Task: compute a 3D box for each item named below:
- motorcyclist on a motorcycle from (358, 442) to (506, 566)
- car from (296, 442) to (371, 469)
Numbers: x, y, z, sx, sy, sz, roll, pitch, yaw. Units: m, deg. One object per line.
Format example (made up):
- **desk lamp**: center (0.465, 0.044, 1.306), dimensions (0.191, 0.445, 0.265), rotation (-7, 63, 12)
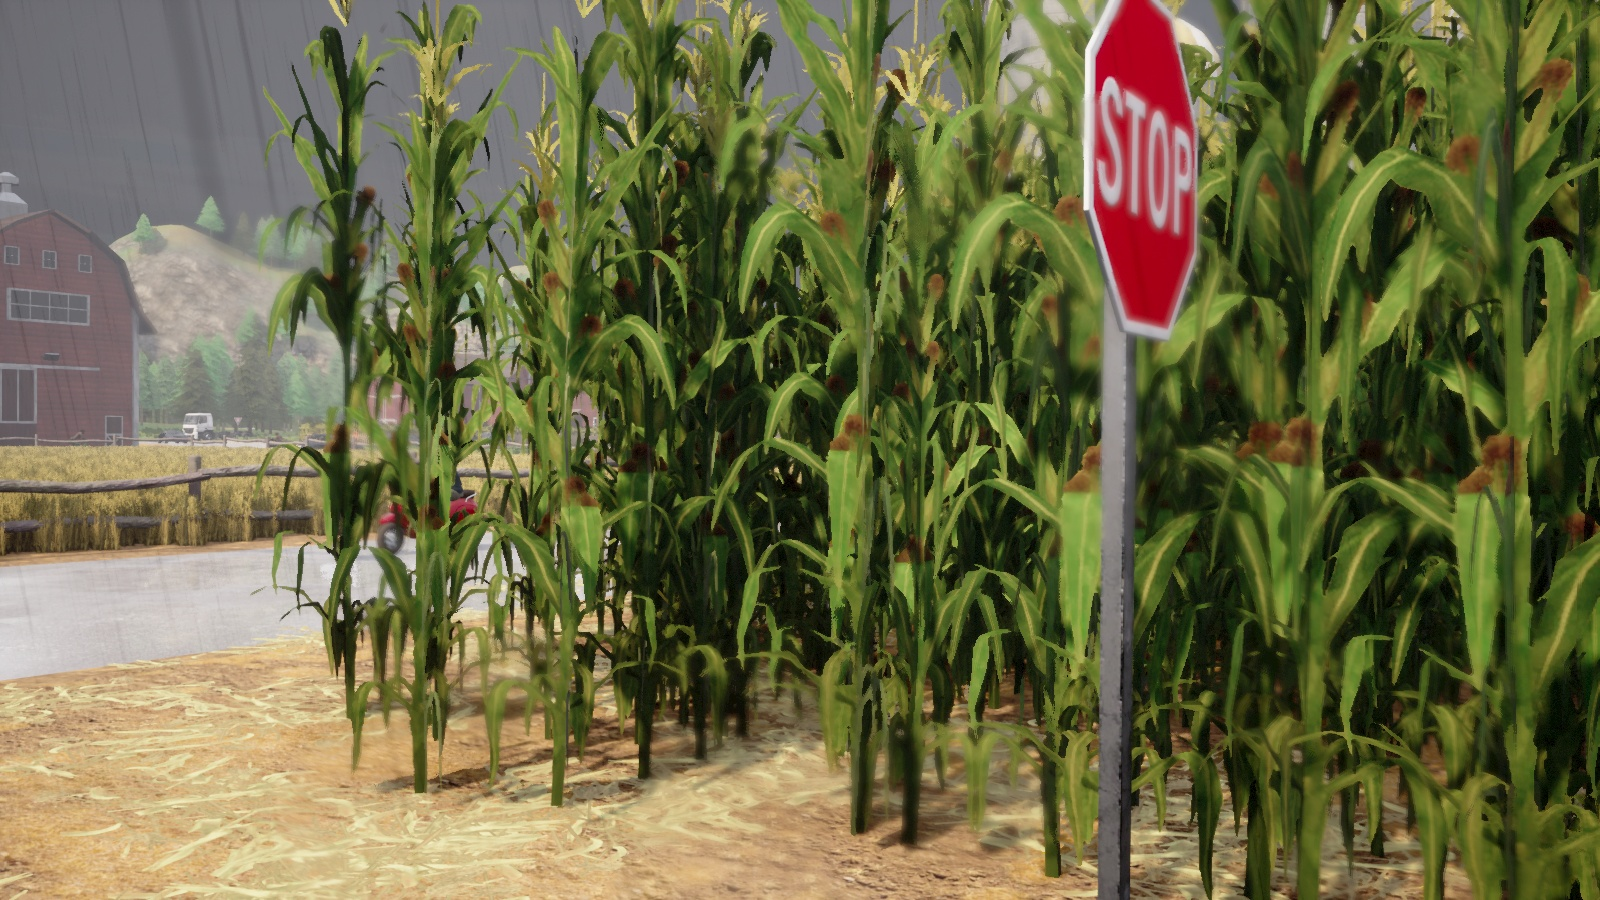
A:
- **motorcyclist on a motorcycle**: center (-5.014, 0.695, 17.219), dimensions (0.866, 1.590, 1.817), rotation (0, 1, 33)
- **car**: center (-26.859, 0.308, 72.294), dimensions (4.193, 1.474, 1.816), rotation (0, 1, 32)
